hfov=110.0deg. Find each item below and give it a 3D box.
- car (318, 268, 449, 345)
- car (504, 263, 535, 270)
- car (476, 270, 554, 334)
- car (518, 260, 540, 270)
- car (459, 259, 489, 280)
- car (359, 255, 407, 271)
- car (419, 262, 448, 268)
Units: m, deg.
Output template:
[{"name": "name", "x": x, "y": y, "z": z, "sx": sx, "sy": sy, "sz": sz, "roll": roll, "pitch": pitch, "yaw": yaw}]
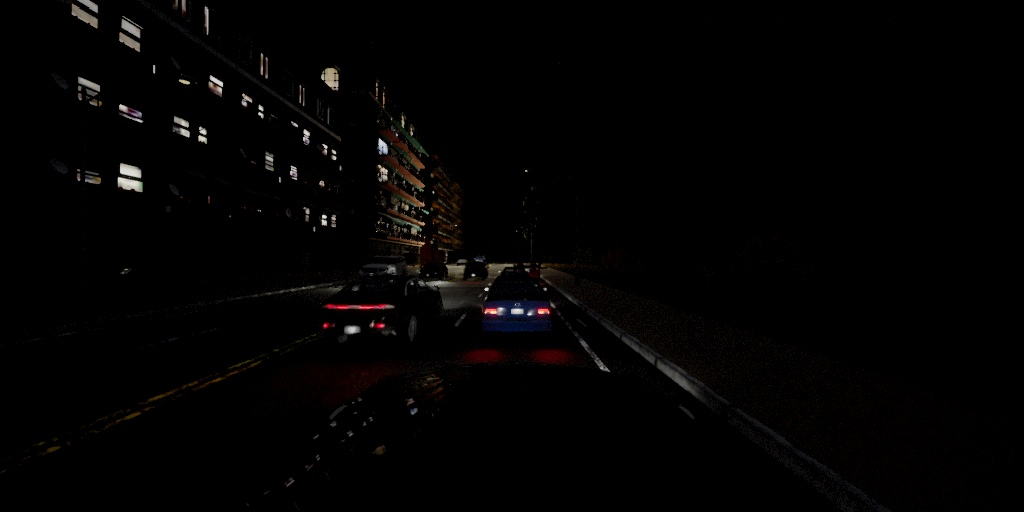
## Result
[{"name": "car", "x": -3.138, "y": 1.241, "z": 9.466, "sx": 2.128, "sy": 1.511, "sz": 4.902, "roll": 0, "pitch": 0, "yaw": 0}, {"name": "car", "x": 0.128, "y": 1.317, "z": 20.946, "sx": 1.994, "sy": 1.385, "sz": 4.181, "roll": 0, "pitch": 0, "yaw": 1}, {"name": "car", "x": 0.117, "y": 1.299, "z": 10.613, "sx": 2.033, "sy": 1.411, "sz": 5.357, "roll": 0, "pitch": 0, "yaw": 0}, {"name": "car", "x": 1.188, "y": 1.105, "z": 29.880, "sx": 2.097, "sy": 1.767, "sz": 4.553, "roll": 0, "pitch": 0, "yaw": 0}, {"name": "car", "x": -3.097, "y": 1.260, "z": 31.246, "sx": 1.837, "sy": 1.490, "sz": 4.892, "roll": 0, "pitch": 0, "yaw": 0}, {"name": "car", "x": -9.804, "y": 0.975, "z": 27.763, "sx": 2.150, "sy": 2.045, "sz": 5.566, "roll": 0, "pitch": 0, "yaw": 0}, {"name": "car", "x": -6.550, "y": 1.258, "z": 30.234, "sx": 1.837, "sy": 1.490, "sz": 4.892, "roll": 0, "pitch": 0, "yaw": 0}]
